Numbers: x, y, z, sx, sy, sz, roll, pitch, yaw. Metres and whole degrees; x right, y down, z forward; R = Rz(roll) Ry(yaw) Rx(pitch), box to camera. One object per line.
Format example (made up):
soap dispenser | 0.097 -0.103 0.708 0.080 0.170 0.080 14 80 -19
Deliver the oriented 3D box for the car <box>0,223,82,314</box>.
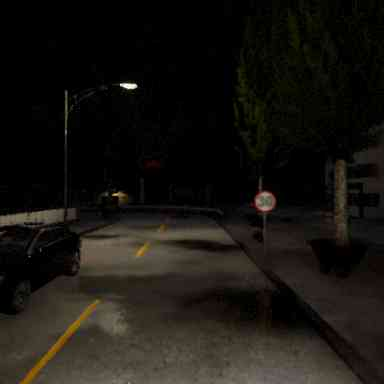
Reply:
car | -4.098 1.542 7.761 2.128 1.511 4.902 0 0 0

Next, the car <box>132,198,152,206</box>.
car | -9.086 1.802 60.318 3.633 1.501 1.845 0 0 0
